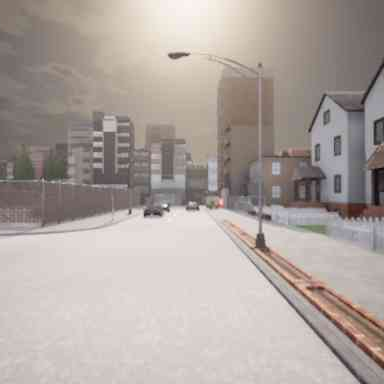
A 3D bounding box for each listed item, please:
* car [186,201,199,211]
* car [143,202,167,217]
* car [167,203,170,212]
[{"bbox_3d":[0.102,2.120,51.166,1.994,1.385,4.181,0,-1,0],"label":"car"},{"bbox_3d":[-4.097,1.994,36.106,1.895,1.301,4.718,0,-1,0],"label":"car"},{"bbox_3d":[-4.084,2.067,46.175,1.994,1.385,4.181,0,-1,0],"label":"car"}]
